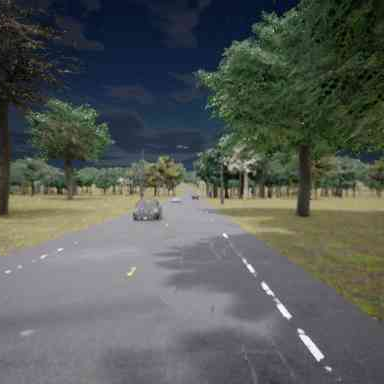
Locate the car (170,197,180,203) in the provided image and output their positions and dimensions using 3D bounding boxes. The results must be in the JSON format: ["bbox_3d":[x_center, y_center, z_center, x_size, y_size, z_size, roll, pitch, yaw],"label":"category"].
[{"bbox_3d":[-3.473,1.639,69.106,1.895,1.301,4.718,0,0,0],"label":"car"}]

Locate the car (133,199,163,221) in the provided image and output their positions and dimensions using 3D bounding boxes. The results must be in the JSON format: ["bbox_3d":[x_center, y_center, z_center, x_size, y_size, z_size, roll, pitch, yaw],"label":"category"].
[{"bbox_3d":[-3.584,1.427,27.697,2.097,1.767,4.553,0,0,0],"label":"car"}]
